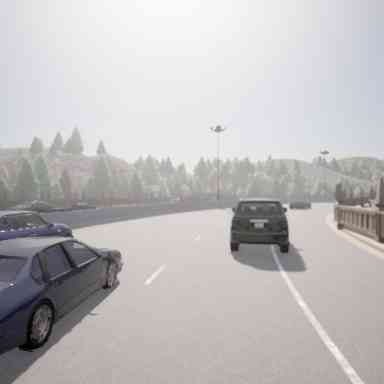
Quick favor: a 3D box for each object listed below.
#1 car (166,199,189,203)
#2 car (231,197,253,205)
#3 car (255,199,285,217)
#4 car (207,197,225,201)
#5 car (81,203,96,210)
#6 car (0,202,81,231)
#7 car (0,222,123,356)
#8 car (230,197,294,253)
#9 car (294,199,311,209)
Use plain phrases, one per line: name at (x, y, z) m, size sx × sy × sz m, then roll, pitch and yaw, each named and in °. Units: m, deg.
car at (-2.177, 1.620, 44.355) m, size 1.882 × 1.535 × 5.008 m, roll -1°, pitch 0°, yaw 29°
car at (10.171, 1.707, 67.575) m, size 2.128 × 1.511 × 4.902 m, roll -1°, pitch -1°, yaw 42°
car at (7.821, 1.522, 33.053) m, size 1.882 × 1.535 × 5.008 m, roll 0°, pitch -1°, yaw 26°
car at (4.894, 1.735, 66.978) m, size 1.837 × 1.490 × 4.892 m, roll -1°, pitch -1°, yaw 40°
car at (-11.448, 1.731, 32.233) m, size 1.895 × 1.301 × 4.718 m, roll 0°, pitch 0°, yaw 20°
car at (-5.787, 1.386, 10.874) m, size 2.097 × 1.767 × 4.553 m, roll 0°, pitch 0°, yaw 8°
car at (-2.928, 1.564, 6.235) m, size 2.033 × 1.411 × 5.357 m, roll 0°, pitch 0°, yaw 6°
car at (2.836, 1.246, 14.082) m, size 2.150 × 2.045 × 5.566 m, roll 0°, pitch 0°, yaw 11°
car at (14.723, 1.604, 45.137) m, size 1.994 × 1.385 × 4.181 m, roll -1°, pitch 0°, yaw 35°
